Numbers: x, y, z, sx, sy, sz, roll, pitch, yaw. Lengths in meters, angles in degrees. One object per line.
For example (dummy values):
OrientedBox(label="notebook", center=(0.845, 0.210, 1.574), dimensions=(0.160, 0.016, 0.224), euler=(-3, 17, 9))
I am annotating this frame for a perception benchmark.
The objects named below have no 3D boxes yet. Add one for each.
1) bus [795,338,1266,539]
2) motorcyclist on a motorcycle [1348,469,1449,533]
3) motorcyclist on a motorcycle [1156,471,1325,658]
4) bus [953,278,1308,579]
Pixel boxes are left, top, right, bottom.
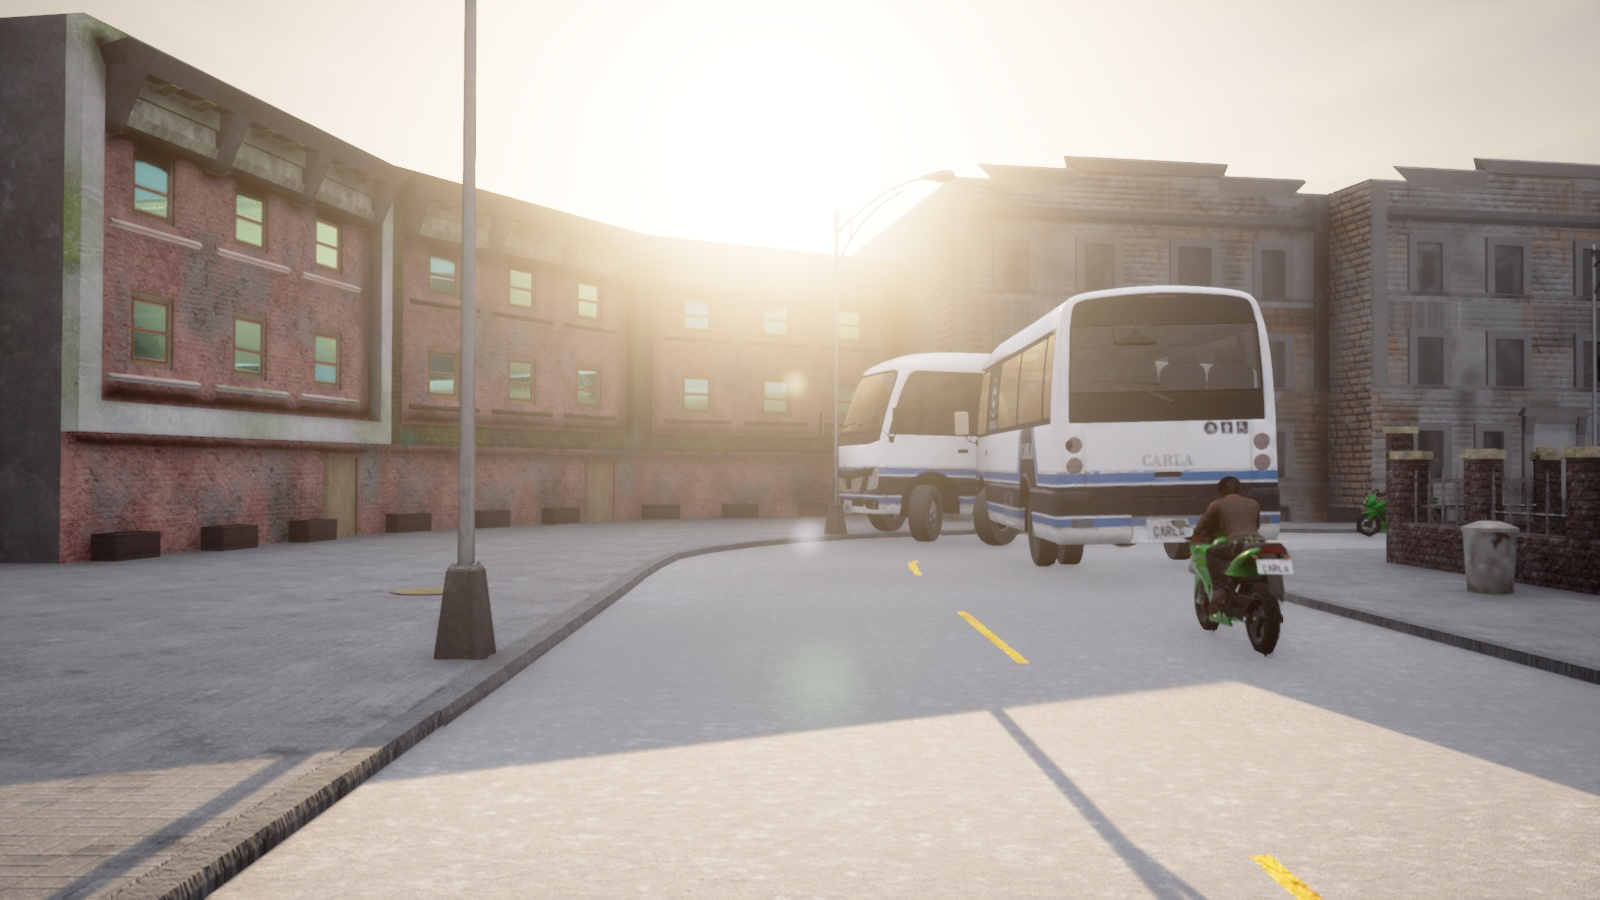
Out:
OrientedBox(label="bus", center=(5.357, -0.132, 29.760), dimensions=(10.273, 4.253, 3.944), euler=(1, -1, -15))
OrientedBox(label="motorcyclist on a motorcycle", center=(14.372, 1.216, 30.196), dimensions=(2.044, 1.523, 0.797), euler=(0, -1, 0))
OrientedBox(label="motorcyclist on a motorcycle", center=(3.930, 0.961, 11.396), dimensions=(0.797, 1.523, 2.044), euler=(0, -1, 0))
OrientedBox(label="bus", center=(5.403, -0.252, 23.327), dimensions=(3.944, 4.253, 10.273), euler=(-2, -1, 1))
